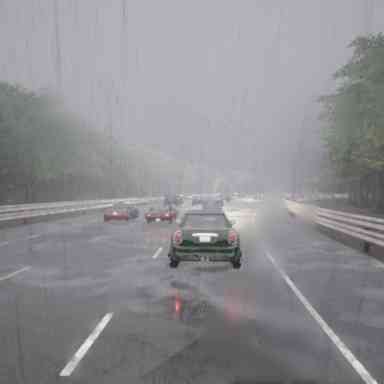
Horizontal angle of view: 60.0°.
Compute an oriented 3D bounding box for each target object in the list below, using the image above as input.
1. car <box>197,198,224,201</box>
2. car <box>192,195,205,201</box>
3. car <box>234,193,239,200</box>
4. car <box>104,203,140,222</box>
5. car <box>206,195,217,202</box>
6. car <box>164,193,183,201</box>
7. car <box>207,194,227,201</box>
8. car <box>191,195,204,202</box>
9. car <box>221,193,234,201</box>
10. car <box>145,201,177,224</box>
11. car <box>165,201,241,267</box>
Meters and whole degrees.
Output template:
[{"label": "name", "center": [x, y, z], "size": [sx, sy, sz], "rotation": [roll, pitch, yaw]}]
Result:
[{"label": "car", "center": [1.855, 1.593, 32.354], "size": [1.994, 1.385, 4.181], "rotation": [0, 0, 5]}, {"label": "car", "center": [1.360, 1.349, 57.002], "size": [2.097, 1.767, 4.553], "rotation": [0, 0, 8]}, {"label": "car", "center": [10.575, 1.527, 88.497], "size": [1.895, 1.301, 4.718], "rotation": [0, 0, 13]}, {"label": "car", "center": [-5.560, 1.582, 26.729], "size": [1.994, 1.385, 4.181], "rotation": [0, 0, 5]}, {"label": "car", "center": [4.428, 1.511, 76.012], "size": [1.994, 1.385, 4.181], "rotation": [0, 0, 11]}, {"label": "car", "center": [-2.880, 1.210, 52.781], "size": [2.150, 2.045, 5.566], "rotation": [0, 0, 8]}, {"label": "car", "center": [3.787, 1.493, 49.817], "size": [1.882, 1.535, 5.008], "rotation": [0, 0, 7]}, {"label": "car", "center": [1.383, 1.491, 78.717], "size": [2.033, 1.411, 5.357], "rotation": [0, 0, 11]}, {"label": "car", "center": [7.097, 1.194, 71.205], "size": [2.150, 2.045, 5.566], "rotation": [0, 0, 11]}, {"label": "car", "center": [-2.166, 1.624, 25.212], "size": [1.895, 1.301, 4.718], "rotation": [0, 0, 4]}, {"label": "car", "center": [0.464, 1.364, 11.613], "size": [2.097, 1.767, 4.553], "rotation": [0, 0, 2]}]
